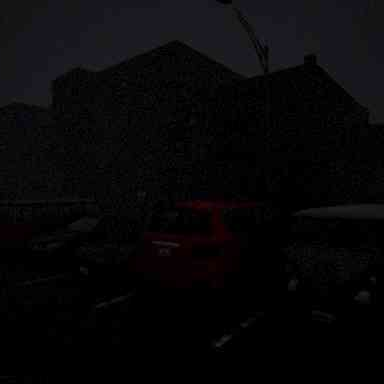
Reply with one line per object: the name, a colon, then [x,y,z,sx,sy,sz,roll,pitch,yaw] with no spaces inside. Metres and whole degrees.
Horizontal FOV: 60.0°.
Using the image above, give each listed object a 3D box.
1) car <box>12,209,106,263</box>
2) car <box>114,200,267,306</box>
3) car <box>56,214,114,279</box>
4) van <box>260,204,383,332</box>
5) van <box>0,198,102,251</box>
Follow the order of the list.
car: [-3.275,1.514,11.561,2.002,1.452,4.674,0,0,37]
car: [1.056,1.232,8.432,2.435,2.045,5.566,0,0,36]
car: [-1.188,1.509,9.983,2.163,1.488,4.792,0,0,37]
van: [3.206,1.257,6.720,1.878,1.987,4.442,0,0,36]
van: [-5.366,1.240,13.292,1.878,1.987,4.442,0,0,38]
